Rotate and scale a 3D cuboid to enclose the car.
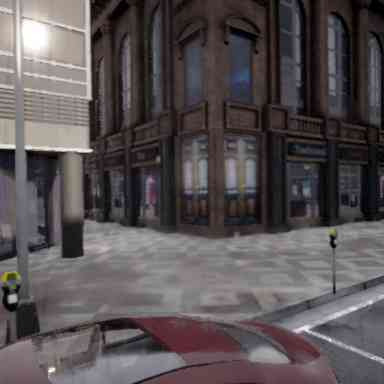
[{"bbox_3d":[-0.749,1.568,1.883,4.206,1.307,1.802,-1,0,-35],"label":"car"}]
